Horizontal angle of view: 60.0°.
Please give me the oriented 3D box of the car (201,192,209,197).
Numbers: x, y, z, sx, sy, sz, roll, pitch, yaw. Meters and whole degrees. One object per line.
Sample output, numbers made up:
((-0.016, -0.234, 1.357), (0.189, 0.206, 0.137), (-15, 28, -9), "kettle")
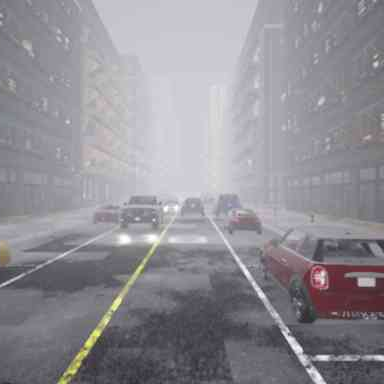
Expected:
((2.703, 1.210, 56.960), (1.967, 1.590, 4.097), (1, 0, 0), "car")

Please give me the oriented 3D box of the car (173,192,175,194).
((-5.680, 1.196, 78.899), (1.752, 1.417, 4.829), (1, 0, 0), "car")

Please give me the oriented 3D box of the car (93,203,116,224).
((-5.679, 1.452, 23.663), (1.887, 1.381, 4.507), (1, 0, 0), "car")

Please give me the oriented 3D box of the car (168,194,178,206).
((-3.065, 1.392, 51.669), (1.895, 1.301, 4.718), (0, 0, 0), "car")

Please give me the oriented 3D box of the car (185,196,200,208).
((0.087, 1.299, 44.627), (1.882, 1.535, 5.008), (0, 0, 0), "car")

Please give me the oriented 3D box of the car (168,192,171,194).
((-5.680, 1.295, 62.448), (2.008, 1.369, 4.403), (1, 0, 0), "car")

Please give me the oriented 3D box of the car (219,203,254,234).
((2.701, 1.514, 18.175), (1.802, 1.307, 4.206), (1, 0, 0), "car")

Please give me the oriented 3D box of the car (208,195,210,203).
((3.146, 1.379, 37.128), (1.812, 1.442, 4.674), (0, 0, 0), "car")

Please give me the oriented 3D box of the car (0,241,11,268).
((-5.679, 1.499, 6.872), (1.752, 1.417, 4.829), (1, 0, 0), "car")

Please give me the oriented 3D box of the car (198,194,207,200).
((2.700, 1.197, 84.662), (2.008, 1.369, 4.403), (1, 0, 0), "car")

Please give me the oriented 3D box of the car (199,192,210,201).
((2.705, 1.012, 73.580), (2.192, 1.841, 5.009), (1, 0, 0), "car")

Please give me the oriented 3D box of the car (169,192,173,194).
((-5.675, 1.035, 67.987), (2.192, 1.841, 5.009), (1, 0, 0), "car")

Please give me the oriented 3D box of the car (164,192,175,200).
((-5.676, 0.960, 84.608), (2.192, 1.841, 5.009), (1, 0, 0), "car")

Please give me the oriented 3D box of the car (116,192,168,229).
((-3.027, 1.141, 21.314), (2.150, 2.045, 5.566), (0, 0, 0), "car")

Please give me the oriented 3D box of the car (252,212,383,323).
((2.704, 1.414, 7.094), (1.967, 1.590, 4.097), (1, 0, 0), "car")

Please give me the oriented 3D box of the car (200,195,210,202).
((2.701, 1.266, 68.042), (1.887, 1.381, 4.507), (1, 0, 0), "car")

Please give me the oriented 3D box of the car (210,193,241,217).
((3.104, 1.111, 30.155), (2.150, 2.045, 5.566), (0, 0, 0), "car")

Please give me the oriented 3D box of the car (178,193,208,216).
((0.086, 1.230, 30.979), (2.097, 1.767, 4.553), (0, 0, 0), "car")
